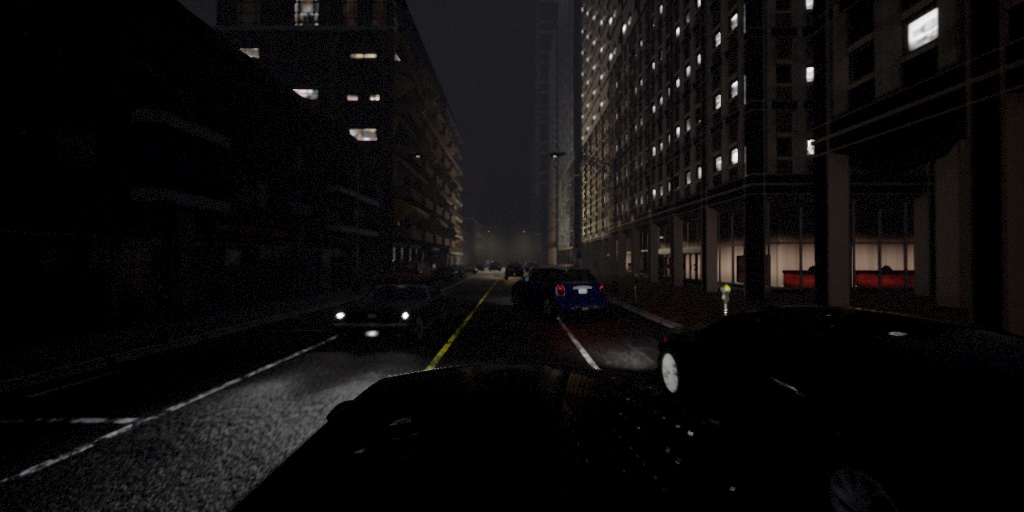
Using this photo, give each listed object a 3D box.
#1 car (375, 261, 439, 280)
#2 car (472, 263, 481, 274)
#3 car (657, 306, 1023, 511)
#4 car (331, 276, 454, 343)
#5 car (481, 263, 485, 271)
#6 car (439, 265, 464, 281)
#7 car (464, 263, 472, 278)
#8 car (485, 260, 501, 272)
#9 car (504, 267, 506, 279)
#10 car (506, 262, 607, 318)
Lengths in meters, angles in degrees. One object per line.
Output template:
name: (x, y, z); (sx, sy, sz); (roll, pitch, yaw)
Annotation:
car: (-5.619, 1.199, 19.036); (2.192, 1.841, 5.009); (0, 0, 0)
car: (-5.493, 1.638, 47.107); (1.751, 1.417, 4.829); (0, 0, 0)
car: (3.148, 1.270, 3.668); (1.837, 1.490, 4.892); (0, 0, 0)
car: (-3.068, 1.415, 10.073); (1.895, 1.301, 4.718); (0, 0, 0)
car: (-5.441, 1.755, 58.574); (1.888, 1.381, 4.507); (0, 0, 0)
car: (-5.568, 1.540, 30.332); (1.948, 1.339, 4.313); (0, 0, 0)
car: (-5.542, 1.570, 35.980); (2.007, 1.370, 4.403); (0, 0, 0)
car: (-2.760, 1.683, 57.953); (1.882, 1.535, 5.008); (0, -1, 0)
car: (0.243, 1.518, 36.466); (2.128, 1.511, 4.902); (0, 0, 0)
car: (1.605, 1.196, 13.760); (2.097, 1.767, 4.553); (0, -1, -20)
